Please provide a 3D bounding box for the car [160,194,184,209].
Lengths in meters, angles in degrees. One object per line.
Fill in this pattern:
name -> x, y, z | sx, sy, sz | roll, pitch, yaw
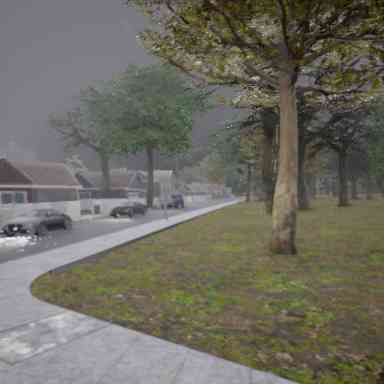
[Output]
car -> -2.627, 1.289, 45.842 | 2.150, 2.045, 5.566 | -1, 0, 13

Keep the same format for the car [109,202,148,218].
car -> -5.840, 1.616, 31.476 | 2.033, 1.411, 5.357 | -1, 0, 13

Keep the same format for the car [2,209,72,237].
car -> -8.654, 1.679, 18.945 | 1.994, 1.385, 4.181 | -1, 0, 11
